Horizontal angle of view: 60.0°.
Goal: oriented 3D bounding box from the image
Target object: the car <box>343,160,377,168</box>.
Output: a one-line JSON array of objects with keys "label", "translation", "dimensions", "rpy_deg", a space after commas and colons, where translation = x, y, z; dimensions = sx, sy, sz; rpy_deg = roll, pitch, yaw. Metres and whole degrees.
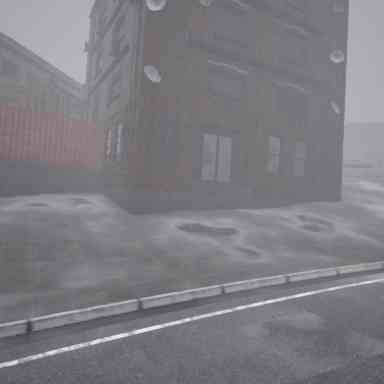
[{"label": "car", "translation": [20.982, -3.284, 42.395], "dimensions": [4.553, 1.767, 2.185], "rpy_deg": [2, -3, 14]}]
